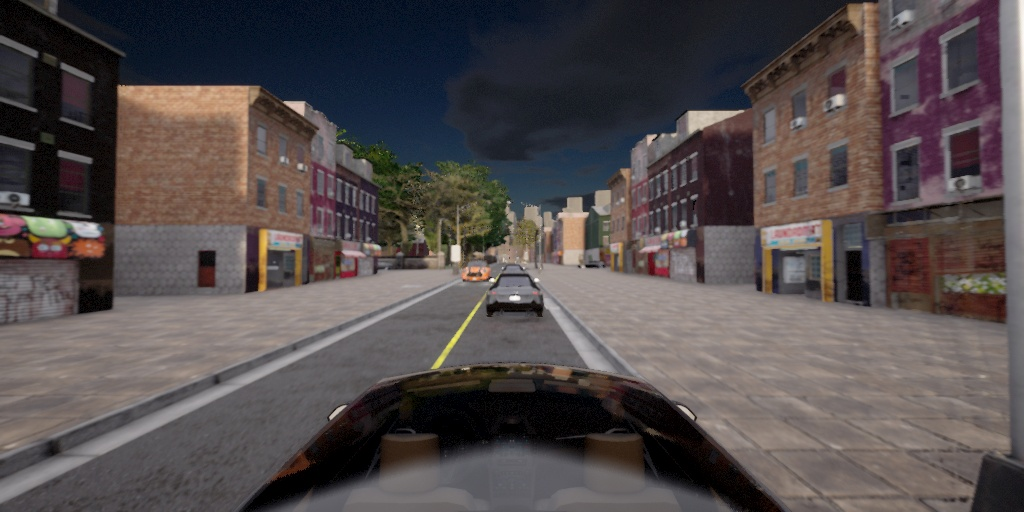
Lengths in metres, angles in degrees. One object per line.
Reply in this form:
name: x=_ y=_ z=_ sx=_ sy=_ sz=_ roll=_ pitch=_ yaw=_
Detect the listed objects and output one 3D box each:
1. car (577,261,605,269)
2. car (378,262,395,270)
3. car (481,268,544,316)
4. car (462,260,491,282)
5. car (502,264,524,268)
car: x=12.391 y=1.375 z=56.171 sx=4.313 sy=1.339 sz=1.948 roll=0 pitch=0 yaw=0
car: x=-20.593 y=1.640 z=56.167 sx=4.403 sy=1.370 sz=2.007 roll=0 pitch=0 yaw=0
car: x=0.094 y=1.326 z=13.452 sx=1.994 sy=1.385 sz=4.181 roll=0 pitch=0 yaw=0
car: x=-2.839 y=1.144 z=29.366 sx=2.097 sy=1.767 sz=4.553 roll=0 pitch=0 yaw=0
car: x=0.095 y=1.353 z=28.399 sx=1.994 sy=1.385 sz=4.181 roll=0 pitch=0 yaw=0
